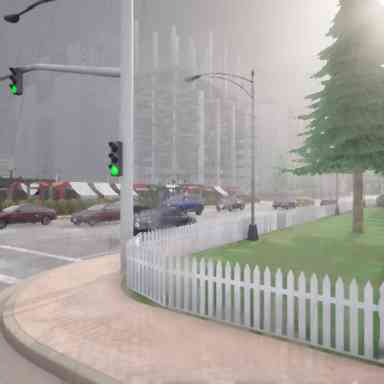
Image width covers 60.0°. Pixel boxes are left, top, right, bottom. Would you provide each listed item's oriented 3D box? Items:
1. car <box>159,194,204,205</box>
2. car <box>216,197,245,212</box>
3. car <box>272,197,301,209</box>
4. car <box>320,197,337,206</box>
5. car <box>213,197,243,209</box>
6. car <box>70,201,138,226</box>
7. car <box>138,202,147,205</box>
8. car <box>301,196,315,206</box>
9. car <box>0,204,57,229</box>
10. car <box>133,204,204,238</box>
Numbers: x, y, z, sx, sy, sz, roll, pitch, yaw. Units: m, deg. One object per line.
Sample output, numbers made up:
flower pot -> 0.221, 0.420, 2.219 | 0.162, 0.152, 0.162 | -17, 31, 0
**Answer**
car -> -0.964, 1.219, 31.352 | 2.150, 2.045, 5.566 | 0, 0, 34
car -> 4.669, 1.489, 39.694 | 2.128, 1.511, 4.902 | 0, 0, 34
car -> 12.473, 1.545, 44.696 | 2.033, 1.411, 5.357 | 0, 0, 34
car -> 21.100, 1.524, 51.245 | 1.812, 1.442, 4.674 | 0, 0, 34
car -> 5.181, 1.488, 46.672 | 2.128, 1.511, 4.902 | 0, 0, 34
car -> -6.271, 1.523, 23.431 | 1.812, 1.442, 4.674 | 0, 0, 34
car -> -6.169, 1.474, 29.887 | 1.882, 1.535, 5.008 | 0, 0, 34
car -> 18.269, 1.475, 53.306 | 1.882, 1.535, 5.008 | 0, 0, 34
car -> -11.386, 1.522, 22.140 | 1.812, 1.442, 4.674 | 0, 0, 36
car -> -1.477, 1.562, 17.709 | 1.994, 1.385, 4.181 | 0, 0, 34
